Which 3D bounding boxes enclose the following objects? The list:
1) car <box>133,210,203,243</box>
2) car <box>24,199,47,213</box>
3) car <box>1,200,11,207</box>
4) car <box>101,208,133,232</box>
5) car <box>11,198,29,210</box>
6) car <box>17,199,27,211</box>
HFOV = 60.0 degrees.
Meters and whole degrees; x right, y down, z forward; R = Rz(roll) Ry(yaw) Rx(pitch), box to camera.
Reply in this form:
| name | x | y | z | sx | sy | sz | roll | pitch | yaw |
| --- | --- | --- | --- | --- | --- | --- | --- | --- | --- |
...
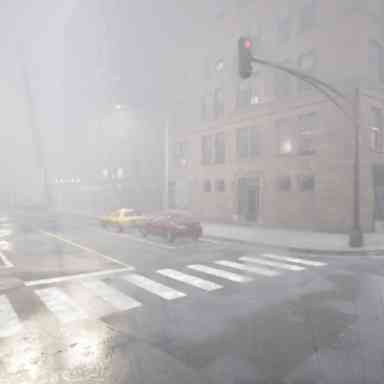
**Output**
| name | x | y | z | sx | sy | sz | roll | pitch | yaw |
| --- | --- | --- | --- | --- | --- | --- | --- | --- | --- |
| car | -1.101 | 1.697 | 16.700 | 1.802 | 1.307 | 4.206 | -1 | 0 | -35 |
| car | -20.415 | 2.028 | 43.923 | 1.887 | 1.381 | 4.507 | -1 | 0 | -35 |
| car | -39.828 | 2.386 | 71.288 | 1.752 | 1.417 | 4.829 | -1 | 0 | -35 |
| car | -4.419 | 1.701 | 21.376 | 1.752 | 1.417 | 4.829 | -1 | 0 | -35 |
| car | -26.857 | 1.927 | 52.998 | 2.192 | 1.841 | 5.009 | -1 | 0 | -35 |
| car | -23.634 | 2.098 | 48.460 | 2.008 | 1.369 | 4.403 | -1 | 0 | -35 |
